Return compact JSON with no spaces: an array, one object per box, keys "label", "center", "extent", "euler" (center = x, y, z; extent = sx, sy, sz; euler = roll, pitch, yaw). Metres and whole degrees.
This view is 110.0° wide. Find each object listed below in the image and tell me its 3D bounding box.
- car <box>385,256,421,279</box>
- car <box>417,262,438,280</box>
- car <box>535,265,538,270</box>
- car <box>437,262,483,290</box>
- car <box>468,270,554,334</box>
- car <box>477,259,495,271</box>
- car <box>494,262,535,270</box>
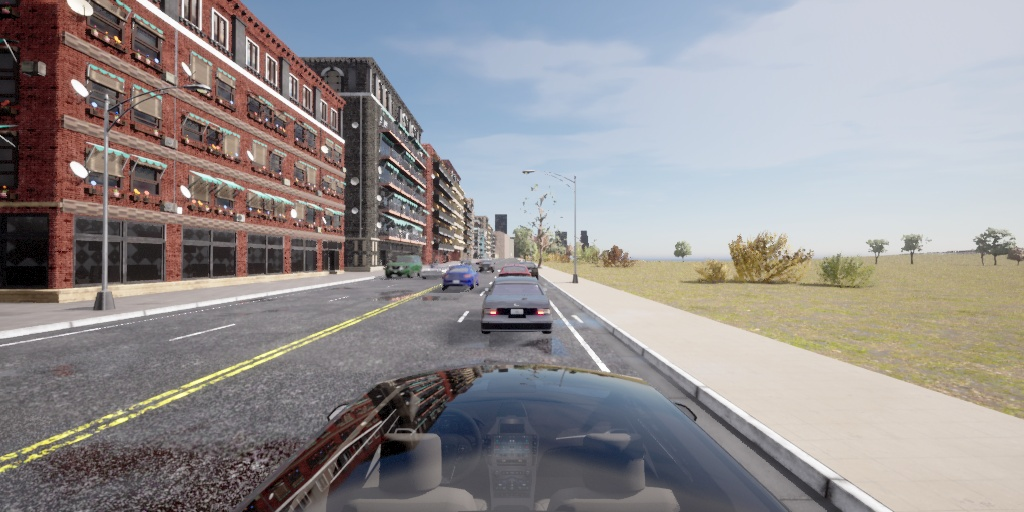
[{"label":"car","center":[-9.770,0.975,32.846],"extent":[2.150,2.045,5.566],"euler":[0,0,0]},{"label":"car","center":[-6.524,1.354,31.200],"extent":[1.895,1.301,4.718],"euler":[0,0,0]},{"label":"car","center":[1.212,1.232,30.554],"extent":[1.882,1.535,5.008],"euler":[0,0,0]},{"label":"car","center":[-3.098,1.278,22.222],"extent":[1.812,1.442,4.674],"euler":[0,0,0]},{"label":"car","center":[0.122,1.299,10.577],"extent":[2.033,1.411,5.357],"euler":[0,0,0]},{"label":"car","center":[-3.038,1.279,44.100],"extent":[1.812,1.442,4.674],"euler":[0,0,0]},{"label":"car","center":[0.152,1.231,21.117],"extent":[1.882,1.535,5.008],"euler":[0,0,0]}]
